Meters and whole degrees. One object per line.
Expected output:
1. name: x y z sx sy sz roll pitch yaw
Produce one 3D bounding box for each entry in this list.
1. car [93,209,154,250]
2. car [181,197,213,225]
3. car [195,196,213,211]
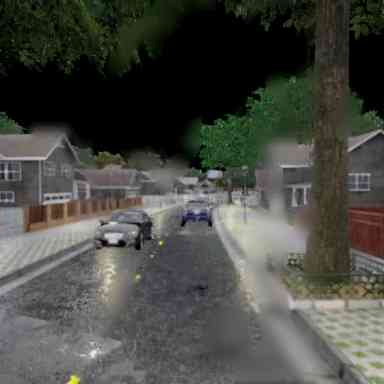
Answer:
1. car: -2.810 1.518 14.483 2.128 1.511 4.902 0 0 1
2. car: 0.401 1.393 24.315 2.097 1.767 4.553 0 0 2
3. car: 1.586 1.454 42.399 2.097 1.767 4.553 0 0 5
